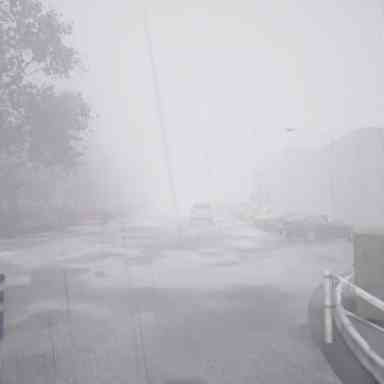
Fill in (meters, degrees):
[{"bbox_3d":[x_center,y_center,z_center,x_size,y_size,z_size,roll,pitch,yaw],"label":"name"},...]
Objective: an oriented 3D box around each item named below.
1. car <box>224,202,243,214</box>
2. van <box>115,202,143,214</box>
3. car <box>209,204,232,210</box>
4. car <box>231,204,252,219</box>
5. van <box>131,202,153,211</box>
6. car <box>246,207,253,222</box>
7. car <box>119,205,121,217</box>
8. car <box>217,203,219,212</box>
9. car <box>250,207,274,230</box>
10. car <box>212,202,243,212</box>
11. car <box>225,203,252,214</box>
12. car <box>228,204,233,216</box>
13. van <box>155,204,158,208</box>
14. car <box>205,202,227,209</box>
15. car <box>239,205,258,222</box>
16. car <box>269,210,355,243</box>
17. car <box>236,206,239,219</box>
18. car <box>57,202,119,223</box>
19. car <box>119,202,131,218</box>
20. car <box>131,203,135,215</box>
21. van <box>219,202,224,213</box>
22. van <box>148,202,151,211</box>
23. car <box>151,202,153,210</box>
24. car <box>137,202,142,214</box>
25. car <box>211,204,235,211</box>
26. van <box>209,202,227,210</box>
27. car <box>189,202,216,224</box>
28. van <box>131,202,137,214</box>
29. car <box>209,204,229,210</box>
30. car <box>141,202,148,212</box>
[{"bbox_3d":[7.203,2.529,45.328,4.553,1.767,2.185,2,-1,-20],"label":"car"},{"bbox_3d":[-10.804,2.691,56.991,4.442,1.987,1.878,0,-1,-20],"label":"van"},{"bbox_3d":[7.182,3.747,83.496,5.366,1.575,1.946,2,-2,-20],"label":"car"},{"bbox_3d":[7.219,2.429,36.515,4.892,1.521,2.231,1,-1,-20],"label":"car"},{"bbox_3d":[-10.867,3.115,71.704,4.442,1.987,1.878,0,-2,-20],"label":"van"},{"bbox_3d":[7.249,2.243,27.718,4.674,1.452,2.002,1,-1,-20],"label":"car"},{"bbox_3d":[-10.631,2.405,36.411,4.792,1.488,2.163,0,-1,-20],"label":"car"},{"bbox_3d":[7.127,2.886,54.116,5.008,1.535,2.097,2,-2,-20],"label":"car"},{"bbox_3d":[7.266,2.129,24.786,4.892,1.521,2.231,2,-1,-20],"label":"car"},{"bbox_3d":[7.112,2.965,65.864,5.566,2.045,2.435,2,-2,-20],"label":"car"},{"bbox_3d":[7.190,2.579,42.385,4.892,1.521,2.231,2,-1,-20],"label":"car"},{"bbox_3d":[7.168,2.532,39.439,4.792,1.488,2.163,1,-1,-20],"label":"car"},{"bbox_3d":[-10.663,3.204,74.737,4.442,1.987,1.878,0,-2,-20],"label":"van"},{"bbox_3d":[6.912,3.855,95.164,5.566,2.045,2.435,2,-2,-20],"label":"car"},{"bbox_3d":[7.405,2.280,30.722,5.366,1.575,1.946,1,-2,-20],"label":"car"},{"bbox_3d":[7.282,1.980,18.925,4.892,1.521,2.231,1,-2,-20],"label":"car"},{"bbox_3d":[7.223,2.393,33.584,4.674,1.452,2.002,2,-1,-20],"label":"car"},{"bbox_3d":[-10.570,2.049,33.502,5.566,2.045,2.435,0,-2,-20],"label":"car"},{"bbox_3d":[-10.604,2.400,42.325,4.553,1.767,2.185,0,-1,-20],"label":"car"},{"bbox_3d":[-10.670,2.632,45.243,4.792,1.488,2.163,0,-1,-20],"label":"car"},{"bbox_3d":[7.042,2.578,51.144,4.442,1.987,1.878,2,-1,-20],"label":"van"},{"bbox_3d":[-10.614,2.857,62.966,4.442,1.987,1.878,0,-2,-20],"label":"van"},{"bbox_3d":[-10.734,3.207,65.858,4.674,1.452,2.002,0,-2,-20],"label":"car"},{"bbox_3d":[-10.660,2.757,51.141,4.892,1.521,2.231,0,-1,-20],"label":"car"},{"bbox_3d":[7.206,3.567,77.638,5.366,1.575,1.946,2,-2,-20],"label":"car"},{"bbox_3d":[6.870,3.696,89.259,4.442,1.987,1.878,2,-2,-20],"label":"van"},{"bbox_3d":[0.902,2.060,33.170,2.150,2.045,5.566,0,-1,0],"label":"car"},{"bbox_3d":[-10.763,2.453,48.158,4.442,1.987,1.878,0,-1,-20],"label":"van"},{"bbox_3d":[7.018,3.865,86.377,4.792,1.488,2.163,2,-2,-20],"label":"car"},{"bbox_3d":[-10.507,2.833,54.151,5.366,1.575,1.946,0,-2,-20],"label":"car"}]
